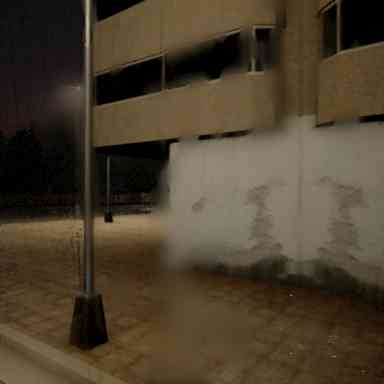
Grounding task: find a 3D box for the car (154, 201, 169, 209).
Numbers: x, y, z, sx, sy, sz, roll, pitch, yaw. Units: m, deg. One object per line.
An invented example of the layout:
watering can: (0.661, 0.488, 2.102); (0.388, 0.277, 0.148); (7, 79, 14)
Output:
car: (-2.445, 1.347, 41.812); (4.674, 1.442, 1.812); (0, 0, -28)
